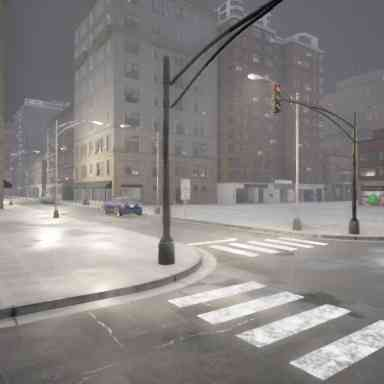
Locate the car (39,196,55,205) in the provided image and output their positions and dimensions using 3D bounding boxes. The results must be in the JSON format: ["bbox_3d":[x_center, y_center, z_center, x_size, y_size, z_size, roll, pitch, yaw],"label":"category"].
[{"bbox_3d":[-23.102,1.304,53.158,1.994,1.385,4.181,0,0,-36],"label":"car"}]

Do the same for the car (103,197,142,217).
[{"bbox_3d":[-6.283,1.222,29.626,2.097,1.767,4.553,0,0,-36],"label":"car"}]
